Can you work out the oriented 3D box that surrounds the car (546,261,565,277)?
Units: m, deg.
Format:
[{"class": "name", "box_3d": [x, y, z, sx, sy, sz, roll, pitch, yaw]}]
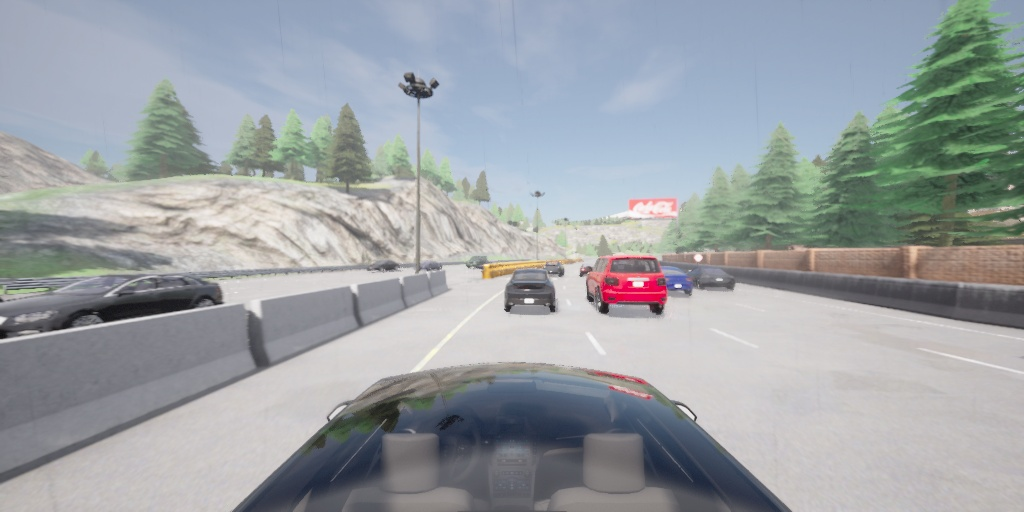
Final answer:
[{"class": "car", "box_3d": [4.215, 1.255, 35.911, 2.128, 1.511, 4.902, 0, 0, 13]}]

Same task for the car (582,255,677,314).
[{"class": "car", "box_3d": [4.234, 0.984, 14.044, 2.150, 2.045, 5.566, 0, 0, 5]}]

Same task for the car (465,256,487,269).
[{"class": "car", "box_3d": [-5.300, 0.958, 55.654, 2.150, 2.045, 5.566, 0, 0, 16]}]

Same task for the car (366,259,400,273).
[{"class": "car", "box_3d": [-15.677, 1.188, 43.811, 1.882, 1.535, 5.008, 0, 0, 14]}]

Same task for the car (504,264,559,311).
[{"class": "car", "box_3d": [0.780, 1.258, 14.425, 1.837, 1.490, 4.892, 0, 0, 5]}]

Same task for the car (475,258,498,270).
[{"class": "car", "box_3d": [-3.079, 1.346, 50.529, 1.895, 1.301, 4.718, 0, 0, 16]}]

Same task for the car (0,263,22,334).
[{"class": "car", "box_3d": [-13.915, 1.064, 7.106, 2.097, 1.767, 4.553, 0, 0, 2]}]

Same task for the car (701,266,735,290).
[{"class": "car", "box_3d": [12.380, 1.349, 22.862, 1.994, 1.385, 4.181, 0, 0, 8]}]

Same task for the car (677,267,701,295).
[{"class": "car", "box_3d": [8.391, 1.300, 19.777, 1.812, 1.442, 4.674, 0, 0, 7]}]

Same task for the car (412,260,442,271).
[{"class": "car", "box_3d": [-11.118, 1.271, 47.606, 2.033, 1.411, 5.357, 0, 0, 15]}]

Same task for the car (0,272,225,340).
[{"class": "car", "box_3d": [-10.277, 1.214, 9.501, 2.128, 1.511, 4.902, 0, 0, 3]}]

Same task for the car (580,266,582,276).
[{"class": "car", "box_3d": [8.054, 1.375, 36.982, 1.895, 1.301, 4.718, 0, 0, 14]}]
